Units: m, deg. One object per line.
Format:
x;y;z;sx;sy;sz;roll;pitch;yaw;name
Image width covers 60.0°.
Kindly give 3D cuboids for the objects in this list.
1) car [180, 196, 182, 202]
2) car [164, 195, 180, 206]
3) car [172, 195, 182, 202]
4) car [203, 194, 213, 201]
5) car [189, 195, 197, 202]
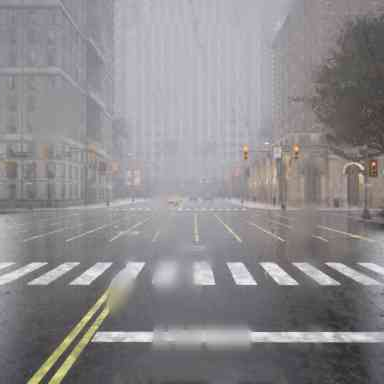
-3.464;1.478;64.819;1.882;1.535;5.008;0;0;1;car
-3.546;1.478;55.510;1.882;1.535;5.008;0;0;0;car
-3.303;1.478;75.044;1.882;1.535;5.008;0;0;1;car
3.736;1.280;78.489;2.097;1.767;4.553;0;0;1;car
0.236;1.449;78.556;2.128;1.511;4.902;0;0;1;car
